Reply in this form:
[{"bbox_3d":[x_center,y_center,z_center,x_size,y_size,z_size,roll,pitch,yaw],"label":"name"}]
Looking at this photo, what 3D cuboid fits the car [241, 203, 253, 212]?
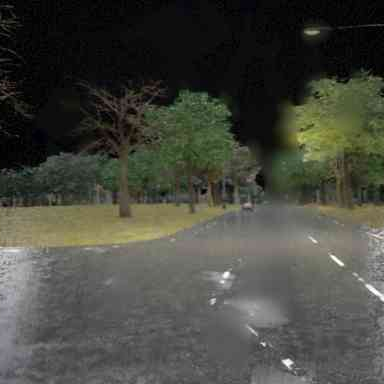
[{"bbox_3d":[9.859,2.636,59.125,1.882,1.535,5.008,-2,-1,13],"label":"car"}]
